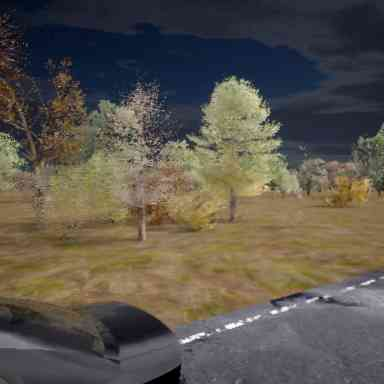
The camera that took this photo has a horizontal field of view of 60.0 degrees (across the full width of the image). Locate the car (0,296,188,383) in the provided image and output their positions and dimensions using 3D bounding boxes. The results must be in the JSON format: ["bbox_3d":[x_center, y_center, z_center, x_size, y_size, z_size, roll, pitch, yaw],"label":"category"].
[{"bbox_3d":[-2.346,1.478,1.705,5.008,1.535,1.882,0,0,-35],"label":"car"}]
